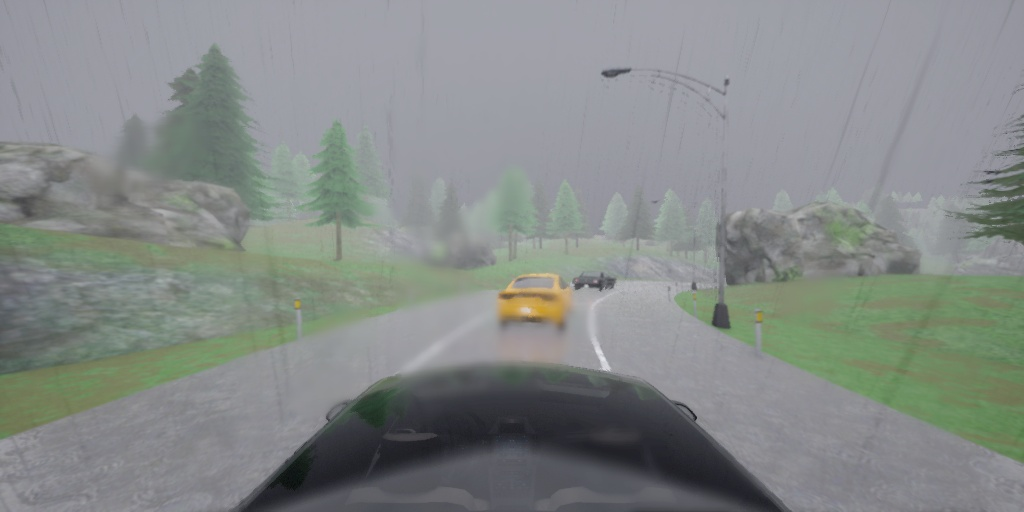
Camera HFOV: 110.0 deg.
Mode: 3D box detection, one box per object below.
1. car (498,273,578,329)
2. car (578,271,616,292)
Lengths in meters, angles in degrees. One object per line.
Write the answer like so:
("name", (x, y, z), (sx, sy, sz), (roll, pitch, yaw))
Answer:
("car", (0.954, 1.302, 11.724), (1.882, 1.535, 5.008), (0, -1, 13))
("car", (5.890, 1.719, 25.068), (1.895, 1.301, 4.718), (1, -1, 29))
